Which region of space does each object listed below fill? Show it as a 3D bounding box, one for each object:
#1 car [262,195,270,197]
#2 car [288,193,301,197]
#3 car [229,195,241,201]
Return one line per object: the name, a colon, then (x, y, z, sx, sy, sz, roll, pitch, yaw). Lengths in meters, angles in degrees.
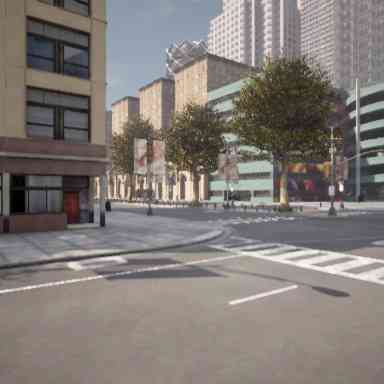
car: (19.018, 1.421, 84.197, 1.895, 1.301, 4.718, 0, 0, -36)
car: (19.842, 1.278, 70.265, 2.002, 1.452, 4.674, 0, 0, -36)
car: (9.366, 1.369, 77.748, 2.161, 1.482, 4.786, 0, 0, -36)
